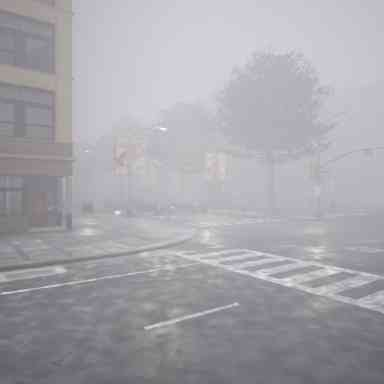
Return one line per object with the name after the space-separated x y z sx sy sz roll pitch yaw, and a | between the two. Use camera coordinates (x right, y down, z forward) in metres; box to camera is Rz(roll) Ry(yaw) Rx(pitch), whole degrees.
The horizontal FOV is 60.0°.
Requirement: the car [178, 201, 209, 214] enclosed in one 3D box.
-0.280 1.606 34.986 1.895 1.301 4.718 0 0 -36 | car

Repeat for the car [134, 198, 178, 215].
-3.739 1.605 33.801 1.895 1.301 4.718 0 0 -36 | car

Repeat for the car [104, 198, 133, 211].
-9.634 1.509 42.025 1.837 1.490 4.892 0 0 -35 | car

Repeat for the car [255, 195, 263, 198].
17.415 1.479 83.139 1.895 1.301 4.718 0 0 -36 | car

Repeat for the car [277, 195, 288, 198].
18.254 1.334 69.207 2.002 1.452 4.674 0 0 -36 | car

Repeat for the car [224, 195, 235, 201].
7.770 1.426 76.679 2.161 1.482 4.786 0 0 -36 | car
